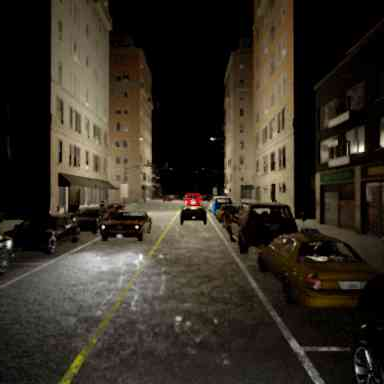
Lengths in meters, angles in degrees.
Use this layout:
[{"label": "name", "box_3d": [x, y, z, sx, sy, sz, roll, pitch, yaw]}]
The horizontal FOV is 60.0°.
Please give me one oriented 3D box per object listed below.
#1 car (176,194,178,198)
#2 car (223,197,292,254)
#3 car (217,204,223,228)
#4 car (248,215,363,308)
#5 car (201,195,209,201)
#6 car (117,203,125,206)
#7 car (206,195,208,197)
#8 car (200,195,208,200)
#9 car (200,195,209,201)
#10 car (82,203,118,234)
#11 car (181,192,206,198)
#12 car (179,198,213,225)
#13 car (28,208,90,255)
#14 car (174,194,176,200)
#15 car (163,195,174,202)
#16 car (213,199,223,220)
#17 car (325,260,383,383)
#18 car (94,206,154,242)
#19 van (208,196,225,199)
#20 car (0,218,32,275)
[{"label": "car", "box_3d": [-5.369, 1.445, 84.877, 2.008, 1.369, 4.403, 1, 0, 1]}, {"label": "car", "box_3d": [2.681, 1.301, 13.355, 2.192, 1.841, 5.009, 1, 0, 0]}, {"label": "car", "box_3d": [2.680, 1.561, 19.028, 1.802, 1.307, 4.206, 1, 0, 0]}, {"label": "car", "box_3d": [2.678, 1.517, 7.851, 1.752, 1.417, 4.829, 1, 0, 0]}, {"label": "car", "box_3d": [3.084, 1.446, 79.242, 1.887, 1.381, 4.507, 1, 0, 1]}, {"label": "car", "box_3d": [-5.843, 1.518, 24.707, 1.887, 1.381, 4.507, 1, 0, 0]}, {"label": "car", "box_3d": [3.012, 1.475, 73.712, 1.947, 1.339, 4.313, 1, 0, 1]}, {"label": "car", "box_3d": [3.228, 1.430, 90.303, 1.887, 1.381, 4.507, 1, 0, 1]}, {"label": "car", "box_3d": [3.156, 1.444, 84.773, 2.008, 1.369, 4.403, 1, 0, 1]}, {"label": "car", "box_3d": [-5.845, 1.545, 19.035, 1.947, 1.339, 4.313, 1, 0, 0]}, {"label": "car", "box_3d": [0.112, 1.179, 38.488, 2.150, 2.045, 5.566, 0, 0, 0]}, {"label": "car", "box_3d": [0.107, 1.464, 23.955, 2.128, 1.511, 4.902, 0, 0, 0]}, {"label": "car", "box_3d": [-5.847, 1.552, 13.362, 1.947, 1.339, 4.313, 1, 0, 0]}, {"label": "car", "box_3d": [-5.441, 1.468, 79.348, 1.947, 1.339, 4.313, 1, 0, 1]}, {"label": "car", "box_3d": [-5.514, 1.492, 73.820, 1.802, 1.307, 4.206, 1, 0, 1]}, {"label": "car", "box_3d": [2.683, 1.498, 24.872, 1.752, 1.417, 4.829, 1, 0, 0]}, {"label": "car", "box_3d": [2.675, 1.564, 2.008, 1.947, 1.339, 4.313, 1, 0, 0]}, {"label": "car", "box_3d": [-3.088, 1.583, 16.448, 1.895, 1.301, 4.718, 0, 0, 0]}, {"label": "van", "box_3d": [2.687, 1.307, 30.375, 1.690, 1.788, 3.998, 1, 0, 0]}, {"label": "car", "box_3d": [-5.848, 1.543, 7.688, 2.008, 1.369, 4.403, 1, 0, 0]}]
